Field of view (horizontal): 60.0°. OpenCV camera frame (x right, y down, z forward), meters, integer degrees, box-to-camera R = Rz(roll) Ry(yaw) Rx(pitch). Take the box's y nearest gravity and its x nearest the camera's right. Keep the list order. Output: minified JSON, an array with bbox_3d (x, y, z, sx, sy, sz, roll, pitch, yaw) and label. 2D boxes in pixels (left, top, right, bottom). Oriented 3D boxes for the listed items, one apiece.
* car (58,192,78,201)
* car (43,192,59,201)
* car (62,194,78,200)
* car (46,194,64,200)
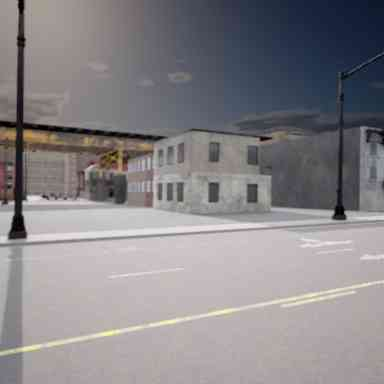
[{"bbox_3d":[-28.987,1.337,78.898,2.038,1.542,4.974,1,0,4],"label":"car"},{"bbox_3d":[-32.681,1.282,79.419,4.974,1.542,2.038,1,0,34],"label":"car"},{"bbox_3d":[-28.981,1.179,78.950,1.853,1.218,4.536,1,0,4],"label":"car"},{"bbox_3d":[-32.722,1.123,79.448,4.536,1.218,1.853,1,0,34],"label":"car"}]
